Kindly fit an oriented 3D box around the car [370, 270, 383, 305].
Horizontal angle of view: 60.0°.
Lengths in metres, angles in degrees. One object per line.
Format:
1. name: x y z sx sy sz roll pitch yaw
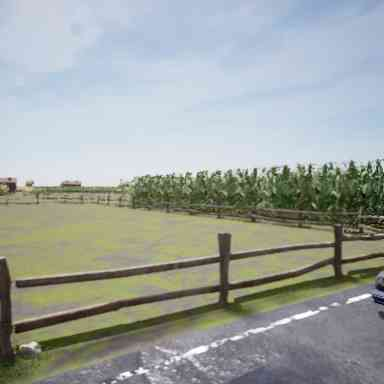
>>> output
1. car: 5.911 1.520 6.595 5.357 1.411 2.033 0 0 -30
